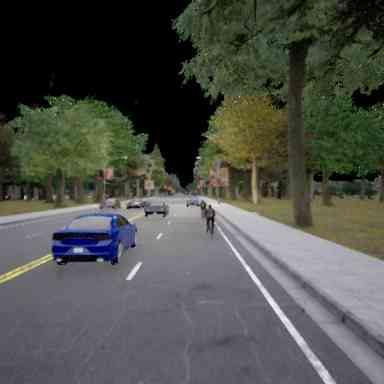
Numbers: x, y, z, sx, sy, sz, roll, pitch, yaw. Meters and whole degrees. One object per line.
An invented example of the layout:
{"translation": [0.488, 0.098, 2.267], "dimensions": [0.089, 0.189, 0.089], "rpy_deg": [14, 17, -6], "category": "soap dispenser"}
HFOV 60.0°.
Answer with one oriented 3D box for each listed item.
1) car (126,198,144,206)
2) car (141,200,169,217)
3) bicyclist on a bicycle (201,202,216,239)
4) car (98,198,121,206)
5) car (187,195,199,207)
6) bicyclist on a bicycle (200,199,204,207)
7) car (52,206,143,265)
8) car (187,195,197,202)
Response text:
{"translation": [-6.591, 1.473, 40.106], "dimensions": [2.033, 1.411, 5.357], "rpy_deg": [0, 0, 0], "category": "car"}
{"translation": [-3.154, 1.545, 30.591], "dimensions": [1.895, 1.301, 4.718], "rpy_deg": [0, 0, 0], "category": "car"}
{"translation": [0.891, 1.426, 15.969], "dimensions": [0.582, 1.620, 1.656], "rpy_deg": [0, 0, 0], "category": "bicyclist on a bicycle"}
{"translation": [-9.836, 1.451, 40.256], "dimensions": [1.812, 1.442, 4.674], "rpy_deg": [0, 0, 0], "category": "car"}
{"translation": [0.093, 1.459, 50.003], "dimensions": [2.033, 1.411, 5.357], "rpy_deg": [0, 0, 0], "category": "car"}
{"translation": [0.889, 1.406, 26.391], "dimensions": [0.582, 1.620, 1.656], "rpy_deg": [0, 0, 0], "category": "bicyclist on a bicycle"}
{"translation": [-3.152, 1.458, 11.692], "dimensions": [1.882, 1.535, 5.008], "rpy_deg": [0, 0, 0], "category": "car"}
{"translation": [-0.004, 1.449, 73.849], "dimensions": [1.994, 1.385, 4.181], "rpy_deg": [0, 0, 0], "category": "car"}
